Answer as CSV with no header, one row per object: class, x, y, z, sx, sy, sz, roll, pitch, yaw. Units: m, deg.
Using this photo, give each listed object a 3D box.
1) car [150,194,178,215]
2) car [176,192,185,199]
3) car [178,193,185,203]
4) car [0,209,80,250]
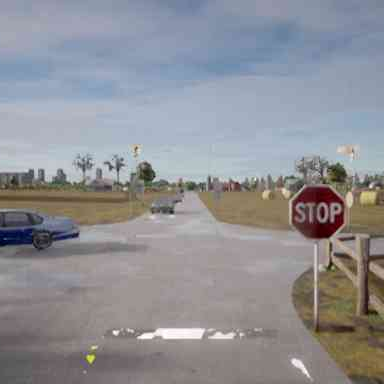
car,-2.754,1.196,32.066,2.097,1.767,4.553,0,0,0
car,-2.755,0.855,82.675,2.033,1.411,5.357,0,1,0
car,-2.754,1.249,57.268,1.994,1.385,4.181,0,1,0
car,-6.976,1.354,12.295,5.357,1.411,2.033,0,1,-24
